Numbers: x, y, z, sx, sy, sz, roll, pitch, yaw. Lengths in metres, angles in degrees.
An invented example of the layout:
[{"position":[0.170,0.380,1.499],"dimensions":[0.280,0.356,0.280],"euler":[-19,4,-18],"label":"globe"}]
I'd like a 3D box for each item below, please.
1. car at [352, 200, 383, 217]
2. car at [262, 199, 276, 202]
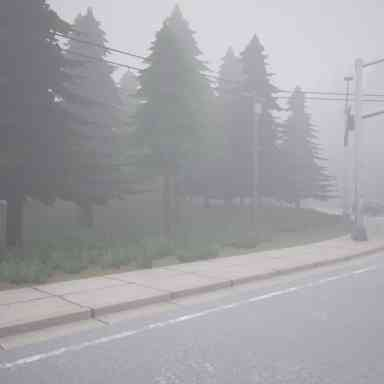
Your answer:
[{"position":[17.217,1.504,31.709],"dimensions":[1.837,1.490,4.892],"euler":[0,0,-4],"label":"car"},{"position":[11.651,1.507,47.800],"dimensions":[1.837,1.490,4.892],"euler":[0,-1,-36],"label":"car"}]
